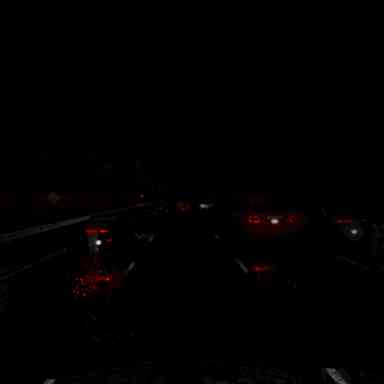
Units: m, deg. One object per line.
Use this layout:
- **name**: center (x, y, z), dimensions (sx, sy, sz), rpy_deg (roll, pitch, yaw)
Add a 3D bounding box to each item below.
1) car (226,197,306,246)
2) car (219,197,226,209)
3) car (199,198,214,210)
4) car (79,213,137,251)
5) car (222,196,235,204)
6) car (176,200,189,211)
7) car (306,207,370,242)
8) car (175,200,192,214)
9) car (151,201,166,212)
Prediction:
- **car**: center (3.217, 1.282, 15.897), dimensions (2.150, 2.045, 5.566), rpy_deg (-1, -1, -2)
- **car**: center (5.473, 1.827, 52.740), dimensions (2.128, 1.511, 4.902), rpy_deg (-1, 0, -2)
- **car**: center (2.095, 1.994, 49.483), dimensions (1.895, 1.301, 4.718), rpy_deg (-1, 0, -2)
- **car**: center (-3.763, 1.744, 15.464), dimensions (1.837, 1.490, 4.892), rpy_deg (-1, 0, -2)
- **car**: center (8.170, 1.819, 74.826), dimensions (2.097, 1.767, 4.553), rpy_deg (-1, -1, -2)
- **car**: center (-1.511, 2.018, 52.234), dimensions (1.837, 1.490, 4.892), rpy_deg (-1, 0, -2)
- **car**: center (6.711, 1.466, 16.314), dimensions (2.128, 1.511, 4.902), rpy_deg (-1, 0, -2)
- **car**: center (-1.028, 1.872, 40.633), dimensions (1.882, 1.535, 5.008), rpy_deg (-1, -1, -2)
- **car**: center (-4.860, 2.067, 48.070), dimensions (1.837, 1.490, 4.892), rpy_deg (-1, 0, -2)
